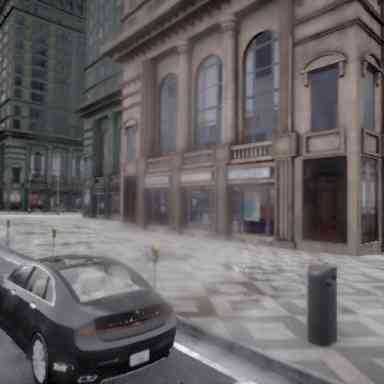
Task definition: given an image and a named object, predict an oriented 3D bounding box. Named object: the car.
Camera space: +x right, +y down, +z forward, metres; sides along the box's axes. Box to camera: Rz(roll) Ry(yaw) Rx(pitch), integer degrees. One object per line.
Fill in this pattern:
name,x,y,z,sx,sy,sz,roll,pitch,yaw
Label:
car,-2.072,1.707,5.463,2.008,1.369,4.403,3,-3,-42
